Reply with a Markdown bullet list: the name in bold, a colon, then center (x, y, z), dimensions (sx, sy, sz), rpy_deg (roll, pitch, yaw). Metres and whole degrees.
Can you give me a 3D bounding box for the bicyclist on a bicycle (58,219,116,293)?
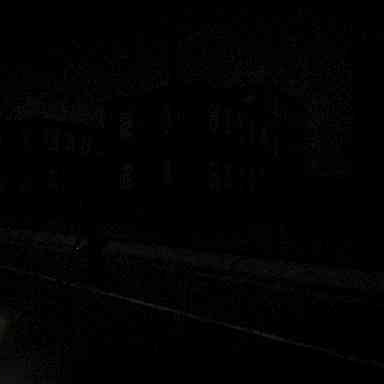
- **bicyclist on a bicycle**: center (-2.419, 1.448, 7.833), dimensions (0.582, 1.620, 1.656), rpy_deg (0, 2, 35)
